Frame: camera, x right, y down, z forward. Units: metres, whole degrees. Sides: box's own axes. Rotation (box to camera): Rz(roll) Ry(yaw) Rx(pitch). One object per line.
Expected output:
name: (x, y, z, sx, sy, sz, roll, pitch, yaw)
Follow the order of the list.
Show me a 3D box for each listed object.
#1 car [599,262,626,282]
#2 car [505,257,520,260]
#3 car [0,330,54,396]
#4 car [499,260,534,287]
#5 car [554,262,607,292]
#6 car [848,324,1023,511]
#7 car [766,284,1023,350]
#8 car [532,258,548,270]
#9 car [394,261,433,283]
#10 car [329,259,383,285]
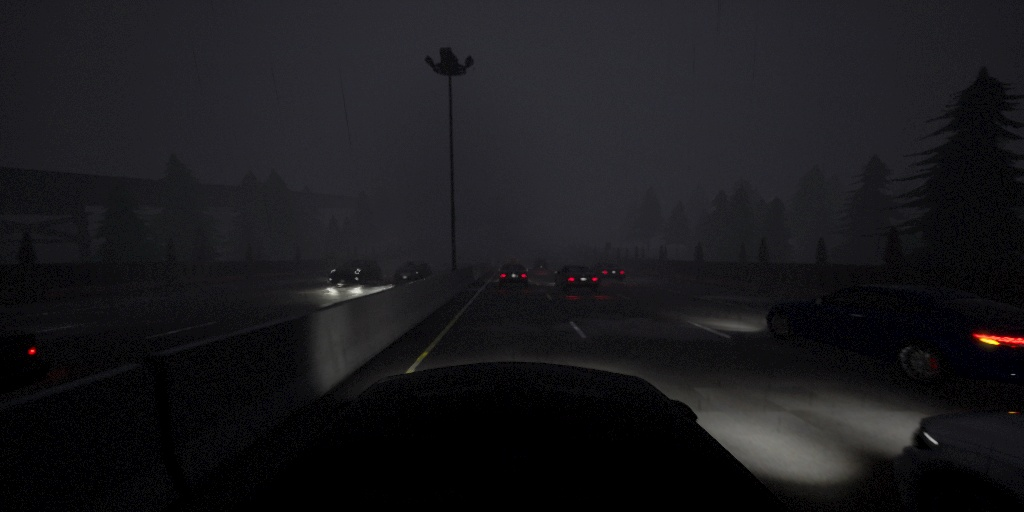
car: (7.092, 1.169, 27.500, 2.033, 1.411, 5.357, 0, 0, 0)
car: (0.086, 0.883, 50.472, 1.882, 1.535, 5.008, 0, 2, 0)
car: (-7.101, 1.295, 2.340, 2.033, 1.411, 5.357, 0, 0, 0)
car: (0.094, 1.189, 23.460, 2.033, 1.411, 5.357, 0, 0, 0)
car: (3.594, 1.204, 20.578, 2.033, 1.411, 5.357, 0, 0, 0)
car: (3.600, 1.281, 0.516, 1.812, 1.442, 4.674, 0, 0, 0)
car: (7.098, 1.251, 6.750, 1.812, 1.442, 4.674, 0, 0, 0)
car: (3.587, 1.011, 46.517, 1.837, 1.490, 4.892, 0, 0, 0)
car: (-7.119, 1.117, 26.229, 2.128, 1.511, 4.902, 0, 1, 0)
car: (-10.617, 0.991, 24.661, 2.097, 1.767, 4.553, 0, 0, 0)
